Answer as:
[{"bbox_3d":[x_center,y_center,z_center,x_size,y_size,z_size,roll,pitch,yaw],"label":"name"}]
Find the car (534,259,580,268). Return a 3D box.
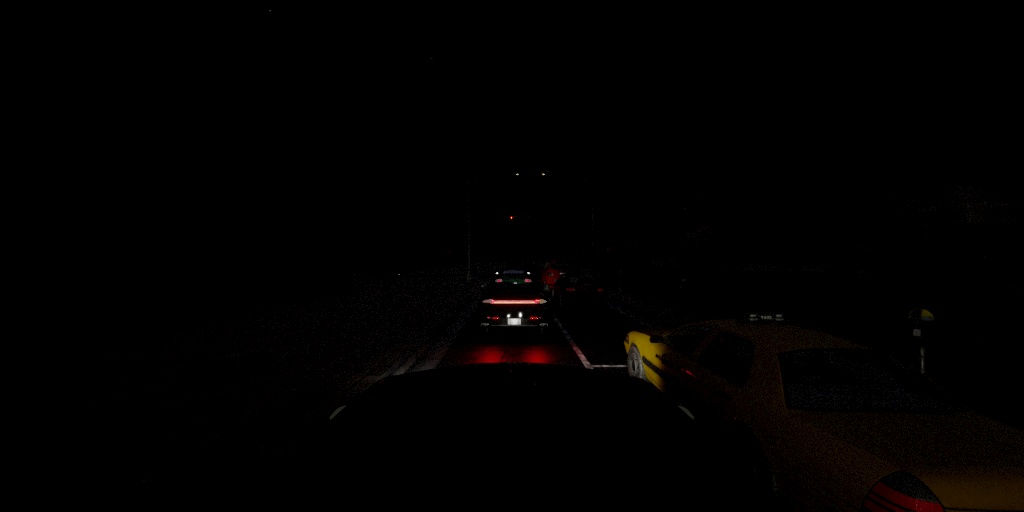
[{"bbox_3d":[2.663,1.076,20.219,2.192,1.841,5.009,0,0,0],"label":"car"}]

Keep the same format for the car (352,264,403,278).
[{"bbox_3d":[-12.208,1.343,31.807,4.718,1.301,1.895,0,-1,0],"label":"car"}]

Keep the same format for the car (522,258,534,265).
[{"bbox_3d":[2.699,1.356,46.648,1.888,1.381,4.507,0,0,0],"label":"car"}]

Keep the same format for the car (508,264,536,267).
[{"bbox_3d":[0.053,1.325,19.337,1.994,1.385,4.181,0,0,-1],"label":"car"}]

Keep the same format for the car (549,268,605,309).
[{"bbox_3d":[2.656,1.338,14.770,1.802,1.307,4.207,0,0,0],"label":"car"}]

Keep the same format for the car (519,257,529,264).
[{"bbox_3d":[2.721,1.403,62.960,1.888,1.381,4.507,0,0,0],"label":"car"}]

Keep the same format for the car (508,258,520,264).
[{"bbox_3d":[0.182,1.364,63.327,1.837,1.490,4.892,0,0,0],"label":"car"}]

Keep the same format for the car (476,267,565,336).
[{"bbox_3d":[0.077,1.245,10.393,2.128,1.511,4.902,0,0,1],"label":"car"}]

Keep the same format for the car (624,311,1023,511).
[{"bbox_3d":[2.642,1.276,4.042,1.751,1.417,4.829,0,0,0],"label":"car"}]
